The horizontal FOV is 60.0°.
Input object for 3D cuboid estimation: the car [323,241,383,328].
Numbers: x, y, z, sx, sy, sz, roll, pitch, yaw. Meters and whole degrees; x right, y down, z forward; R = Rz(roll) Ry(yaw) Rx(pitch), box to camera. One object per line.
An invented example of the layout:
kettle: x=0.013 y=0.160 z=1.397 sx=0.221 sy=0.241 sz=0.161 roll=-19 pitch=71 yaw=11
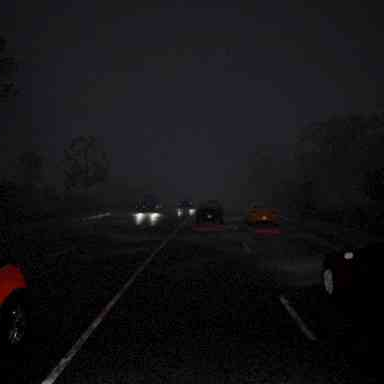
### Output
car: x=3.766 y=1.481 z=5.359 sx=1.882 sy=1.535 sz=5.008 roll=0 pitch=0 yaw=1

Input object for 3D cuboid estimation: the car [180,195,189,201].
car: x=-1.764 y=1.351 z=79.410 sx=1.895 sy=1.301 sz=4.718 roll=0 pitch=0 yaw=4

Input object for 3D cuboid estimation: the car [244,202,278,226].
car: x=4.759 y=1.474 z=23.516 sx=1.882 sy=1.535 sz=5.008 roll=0 pitch=0 yaw=4

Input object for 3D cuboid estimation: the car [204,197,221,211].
car: x=2.634 y=1.474 z=42.541 sx=2.128 sy=1.511 sz=4.902 roll=0 pitch=0 yaw=4

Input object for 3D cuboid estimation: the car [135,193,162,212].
car: x=-4.891 y=1.191 z=38.281 sx=2.150 sy=2.045 sz=5.566 roll=0 pitch=0 yaw=4

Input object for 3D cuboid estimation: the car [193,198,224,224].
car: x=1.325 y=1.467 z=24.537 sx=1.882 sy=1.535 sz=5.008 roll=0 pitch=0 yaw=4

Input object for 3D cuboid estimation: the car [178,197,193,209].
car: x=-0.784 y=1.451 z=46.241 sx=1.882 sy=1.535 sz=5.008 roll=0 pitch=0 yaw=4

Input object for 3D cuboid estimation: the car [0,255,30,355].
car: x=-3.493 y=1.345 z=3.044 sx=2.097 sy=1.767 sz=4.553 roll=0 pitch=0 yaw=1
